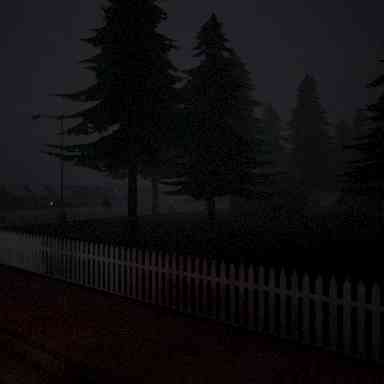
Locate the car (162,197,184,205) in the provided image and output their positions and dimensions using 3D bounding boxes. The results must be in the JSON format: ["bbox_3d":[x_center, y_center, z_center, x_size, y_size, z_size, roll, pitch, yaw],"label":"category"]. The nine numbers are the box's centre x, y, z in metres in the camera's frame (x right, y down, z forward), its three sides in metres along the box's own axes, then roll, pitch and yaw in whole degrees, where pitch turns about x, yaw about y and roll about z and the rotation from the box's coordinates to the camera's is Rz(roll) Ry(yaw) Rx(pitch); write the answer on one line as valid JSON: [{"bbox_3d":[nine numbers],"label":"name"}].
[{"bbox_3d":[-2.935,1.218,59.729,2.150,2.045,5.566,0,0,34],"label":"car"}]

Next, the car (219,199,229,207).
[{"bbox_3d":[4.280,1.221,51.484,2.150,2.045,5.566,0,0,34],"label":"car"}]

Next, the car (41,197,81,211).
[{"bbox_3d":[-15.993,1.352,40.698,2.097,1.767,4.553,0,0,34],"label":"car"}]

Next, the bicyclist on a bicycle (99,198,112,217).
[{"bbox_3d":[-7.203,1.302,27.872,1.656,1.620,0.582,0,0,34],"label":"bicyclist on a bicycle"}]
